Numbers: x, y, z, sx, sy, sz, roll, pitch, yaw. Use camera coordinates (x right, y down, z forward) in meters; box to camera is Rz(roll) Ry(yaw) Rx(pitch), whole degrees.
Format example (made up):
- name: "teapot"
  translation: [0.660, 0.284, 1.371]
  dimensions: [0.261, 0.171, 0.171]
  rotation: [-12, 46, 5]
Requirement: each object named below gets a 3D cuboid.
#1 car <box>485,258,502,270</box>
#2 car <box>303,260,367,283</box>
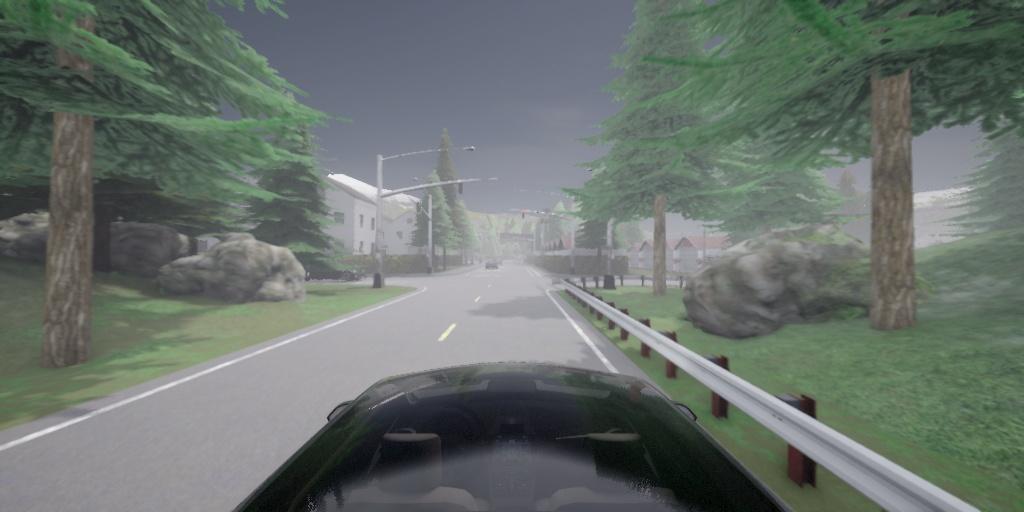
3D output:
- name: "car"
  translation: [-2.963, 1.317, 53.546]
  dimensions: [2.033, 1.411, 5.357]
  rotation: [0, 0, 1]
- name: "car"
  translation: [-13.496, 1.048, 27.175]
  dimensions: [4.553, 1.767, 2.097]
  rotation: [0, 0, 1]
